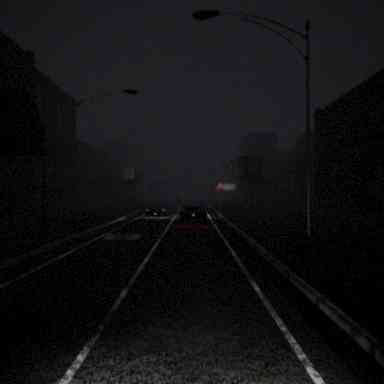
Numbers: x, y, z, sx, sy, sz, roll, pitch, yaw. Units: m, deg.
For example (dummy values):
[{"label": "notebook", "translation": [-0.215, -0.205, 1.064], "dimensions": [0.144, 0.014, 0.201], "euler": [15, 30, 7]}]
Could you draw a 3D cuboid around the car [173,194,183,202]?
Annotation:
[{"label": "car", "translation": [-3.008, 1.185, 71.099], "dimensions": [2.097, 1.767, 4.553], "euler": [0, -1, 0]}]

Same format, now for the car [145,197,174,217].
[{"label": "car", "translation": [-3.095, 1.444, 30.856], "dimensions": [2.033, 1.411, 5.357], "euler": [0, 0, 0]}]

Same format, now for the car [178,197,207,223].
[{"label": "car", "translation": [0.097, 1.403, 25.035], "dimensions": [1.882, 1.535, 5.008], "euler": [0, 0, 0]}]

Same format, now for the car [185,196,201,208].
[{"label": "car", "translation": [0.095, 1.313, 42.364], "dimensions": [1.812, 1.442, 4.674], "euler": [0, -1, -1]}]
